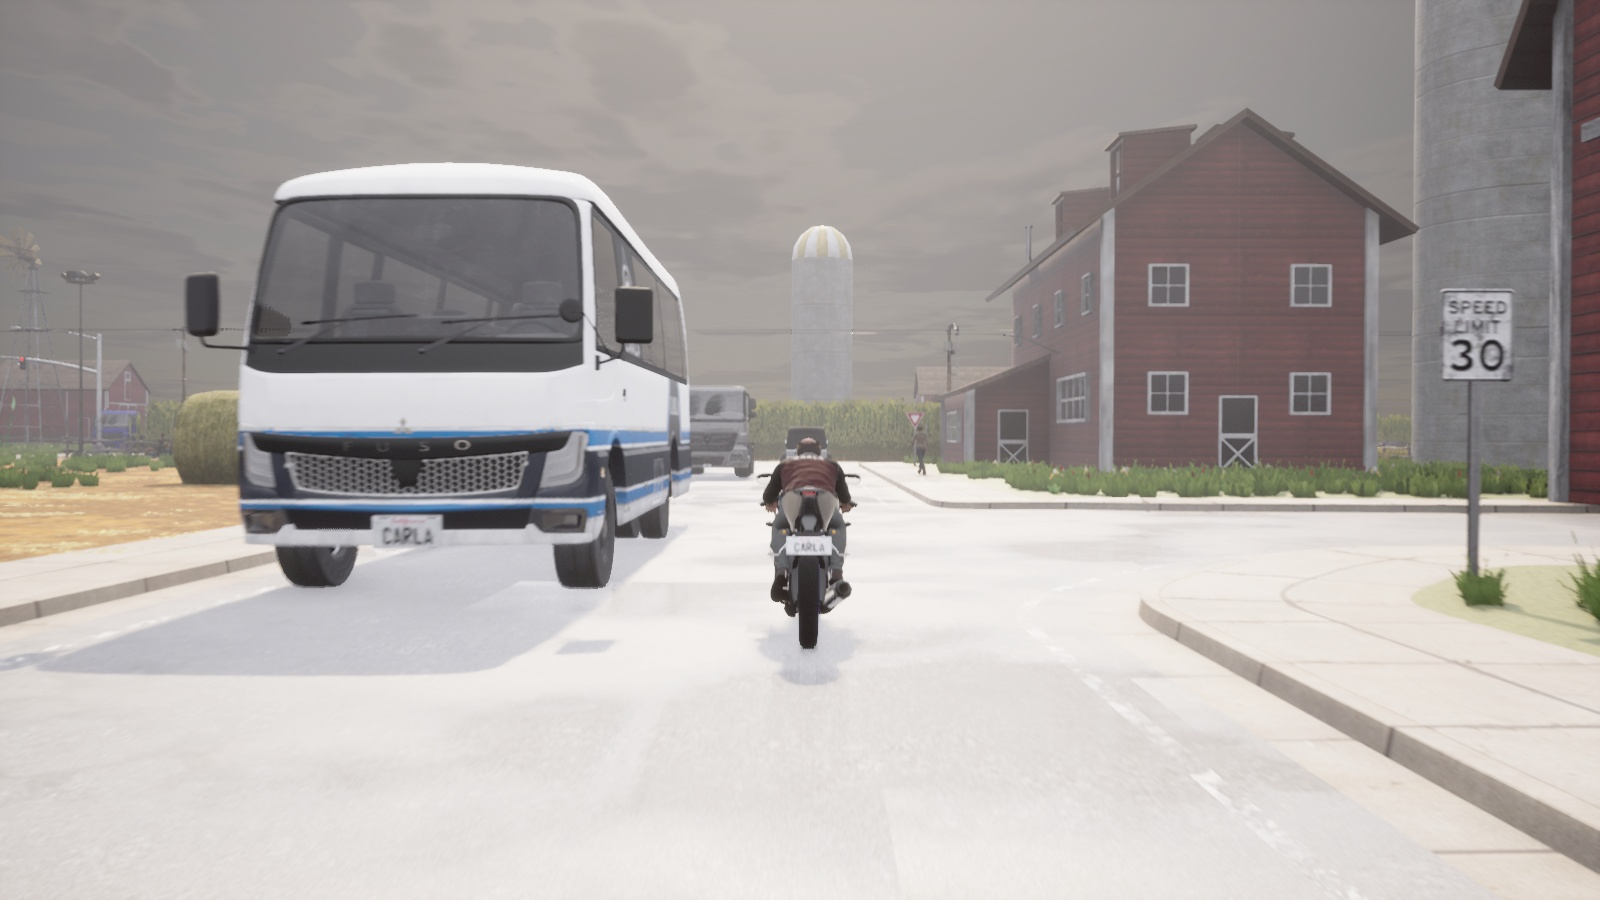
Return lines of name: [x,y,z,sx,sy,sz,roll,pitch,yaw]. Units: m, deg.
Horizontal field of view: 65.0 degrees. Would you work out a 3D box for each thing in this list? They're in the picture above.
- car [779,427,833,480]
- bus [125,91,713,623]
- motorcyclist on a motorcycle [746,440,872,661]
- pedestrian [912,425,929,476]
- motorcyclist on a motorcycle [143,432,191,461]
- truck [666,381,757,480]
car: [0.233,0.096,46.571,1.905,1.878,3.866,0,1,0]
bus: [-3.406,-0.805,15.205,3.944,4.253,10.273,0,1,0]
motorcyclist on a motorcycle: [0.065,0.689,9.820,0.866,1.530,2.191,0,1,0]
pedestrian: [4.313,0.000,44.818,0.328,1.805,0.869,0,1,-14]
motorcyclist on a motorcycle: [-36.672,-0.178,72.755,2.350,1.649,0.766,0,1,1]
truck: [-3.256,-0.716,48.148,2.891,3.462,7.936,0,1,0]
